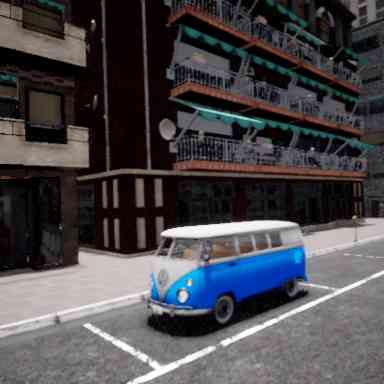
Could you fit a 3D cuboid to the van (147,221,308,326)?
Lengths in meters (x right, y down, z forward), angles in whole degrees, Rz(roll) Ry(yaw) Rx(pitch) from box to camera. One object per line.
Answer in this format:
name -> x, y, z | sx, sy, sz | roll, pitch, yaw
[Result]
van -> 0.931, 1.593, 7.395 | 3.998, 1.788, 1.690 | 0, -3, -42
